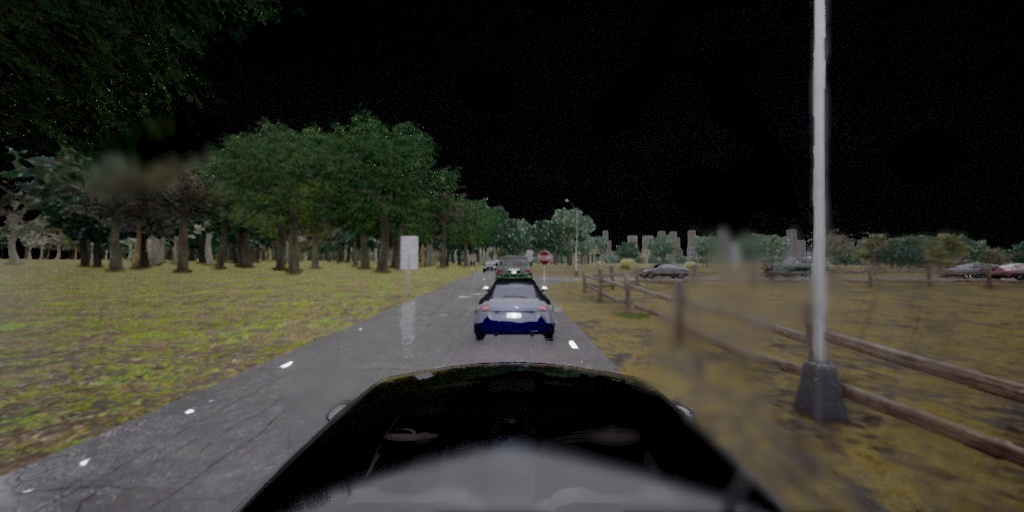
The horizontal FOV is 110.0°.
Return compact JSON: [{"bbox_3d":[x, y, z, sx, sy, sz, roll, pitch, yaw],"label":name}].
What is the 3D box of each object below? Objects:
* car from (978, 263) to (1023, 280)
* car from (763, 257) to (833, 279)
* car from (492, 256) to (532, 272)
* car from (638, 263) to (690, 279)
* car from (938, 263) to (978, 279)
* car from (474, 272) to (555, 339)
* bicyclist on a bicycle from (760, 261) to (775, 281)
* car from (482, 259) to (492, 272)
[{"bbox_3d":[44.253,1.356,31.156,4.674,1.442,1.812,0,-2,0],"label":"car"},{"bbox_3d":[27.119,1.113,34.031,5.566,2.045,2.150,0,-2,0],"label":"car"},{"bbox_3d":[0.116,1.002,22.657,2.150,2.045,5.566,0,0,0],"label":"car"},{"bbox_3d":[14.316,1.396,33.977,4.674,1.442,1.812,0,-2,-1],"label":"car"},{"bbox_3d":[43.522,1.423,34.007,4.892,1.490,1.837,1,-2,0],"label":"car"},{"bbox_3d":[0.089,1.322,10.142,1.994,1.385,4.181,0,0,1],"label":"car"},{"bbox_3d":[19.930,1.189,28.028,0.582,1.620,1.656,0,0,0],"label":"bicyclist on a bicycle"},{"bbox_3d":[-2.808,1.380,47.580,1.837,1.490,4.892,0,0,0],"label":"car"}]
